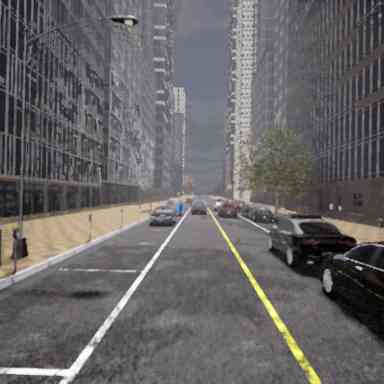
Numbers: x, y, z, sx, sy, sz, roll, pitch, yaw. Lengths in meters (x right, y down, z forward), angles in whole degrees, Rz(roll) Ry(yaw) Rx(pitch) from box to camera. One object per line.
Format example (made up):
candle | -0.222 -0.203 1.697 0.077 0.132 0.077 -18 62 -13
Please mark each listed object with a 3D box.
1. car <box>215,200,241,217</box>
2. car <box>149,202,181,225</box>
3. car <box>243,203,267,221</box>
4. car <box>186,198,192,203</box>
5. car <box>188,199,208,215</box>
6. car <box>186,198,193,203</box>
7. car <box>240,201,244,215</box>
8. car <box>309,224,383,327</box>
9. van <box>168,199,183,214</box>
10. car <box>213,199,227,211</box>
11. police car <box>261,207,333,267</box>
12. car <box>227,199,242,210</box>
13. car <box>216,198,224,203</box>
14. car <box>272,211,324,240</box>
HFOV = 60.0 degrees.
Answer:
car | 3.793 1.911 35.755 1.812 1.442 4.674 1 -1 2
car | -2.174 1.734 25.415 2.008 1.369 4.403 1 -1 1
car | 6.336 1.947 30.905 2.008 1.369 4.403 1 0 1
car | -0.710 2.211 88.016 1.887 1.381 4.507 1 0 1
car | 0.836 1.900 39.125 2.033 1.411 5.357 1 0 1
car | -0.578 2.286 93.707 1.802 1.307 4.206 1 0 1
car | 6.469 1.995 36.596 2.008 1.369 4.403 1 0 1
car | 3.967 1.639 6.127 1.837 1.490 4.892 1 -1 1
van | -1.904 1.622 36.798 1.690 1.788 3.998 1 0 1
car | 4.045 2.083 47.983 1.895 1.301 4.718 1 0 1
police car | 4.112 1.617 12.237 1.930 1.638 5.238 1 -1 1
car | 6.870 2.019 53.669 1.967 1.590 4.097 1 0 1
car | 7.799 2.433 93.503 1.947 1.339 4.313 1 0 1
car | 6.069 1.877 19.523 1.802 1.307 4.206 1 -1 1
